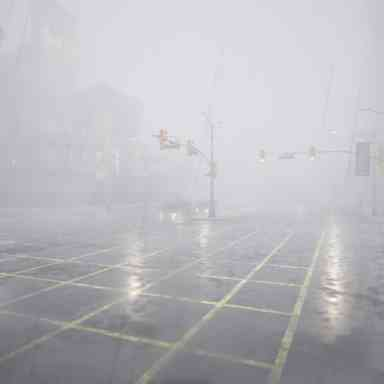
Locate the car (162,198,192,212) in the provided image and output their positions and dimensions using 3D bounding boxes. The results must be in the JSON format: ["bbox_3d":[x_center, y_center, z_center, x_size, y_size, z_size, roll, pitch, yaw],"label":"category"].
[{"bbox_3d":[-1.704,1.477,39.288,1.882,1.535,5.008,0,0,25],"label":"car"}]

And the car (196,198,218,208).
[{"bbox_3d":[2.279,1.600,48.694,1.895,1.301,4.718,0,0,23],"label":"car"}]
